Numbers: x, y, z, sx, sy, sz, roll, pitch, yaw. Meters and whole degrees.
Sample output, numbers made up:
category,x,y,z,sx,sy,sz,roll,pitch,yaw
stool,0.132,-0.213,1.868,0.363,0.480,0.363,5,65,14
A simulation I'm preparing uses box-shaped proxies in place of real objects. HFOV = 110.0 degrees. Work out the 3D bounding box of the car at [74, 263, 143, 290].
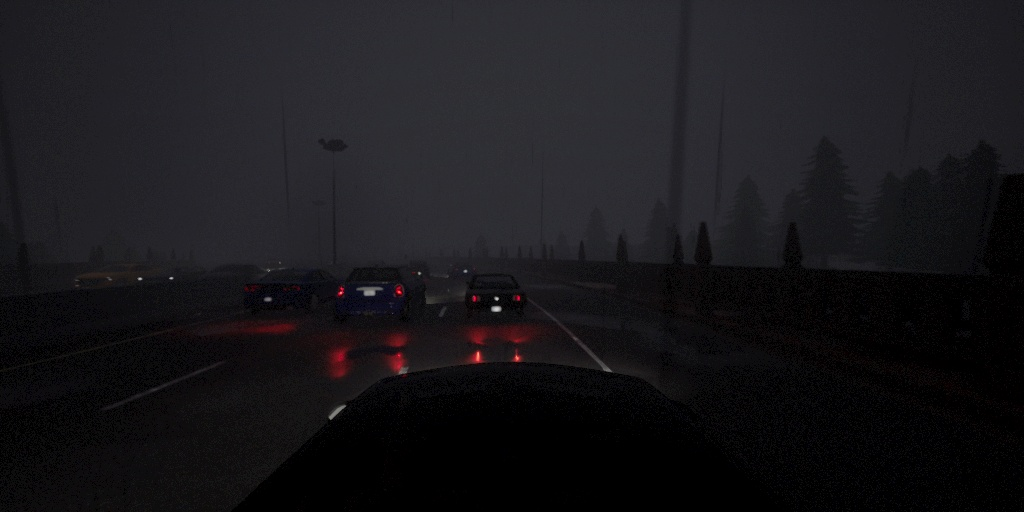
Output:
category,x,y,z,sx,sy,sz,roll,pitch,yaw
car,-23.971,1.223,22.126,1.882,1.535,5.008,0,0,-15

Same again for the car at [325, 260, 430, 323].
category,x,y,z,sx,sy,sz,roll,pitch,yaw
car,-4.212,1.046,12.149,2.097,1.767,4.553,0,0,-6

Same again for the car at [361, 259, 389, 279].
category,x,y,z,sx,sy,sz,roll,pitch,yaw
car,-12.301,1.111,32.454,2.128,1.511,4.902,0,0,-19

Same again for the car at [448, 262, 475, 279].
category,x,y,z,sx,sy,sz,roll,pitch,yaw
car,-4.164,1.148,29.784,1.994,1.385,4.181,0,0,-16

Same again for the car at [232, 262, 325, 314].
category,x,y,z,sx,sy,sz,roll,pitch,yaw
car,-7.886,1.178,13.582,1.882,1.535,5.008,0,0,-7

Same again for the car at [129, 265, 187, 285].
category,x,y,z,sx,sy,sz,roll,pitch,yaw
car,-20.285,1.324,21.962,1.895,1.301,4.718,0,0,-14

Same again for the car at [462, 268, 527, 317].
category,x,y,z,sx,sy,sz,roll,pitch,yaw
car,-0.718,1.275,12.872,1.895,1.301,4.718,0,0,-7

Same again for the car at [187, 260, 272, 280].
category,x,y,z,sx,sy,sz,roll,pitch,yaw
car,-16.605,1.209,21.434,1.837,1.490,4.892,0,0,-13
